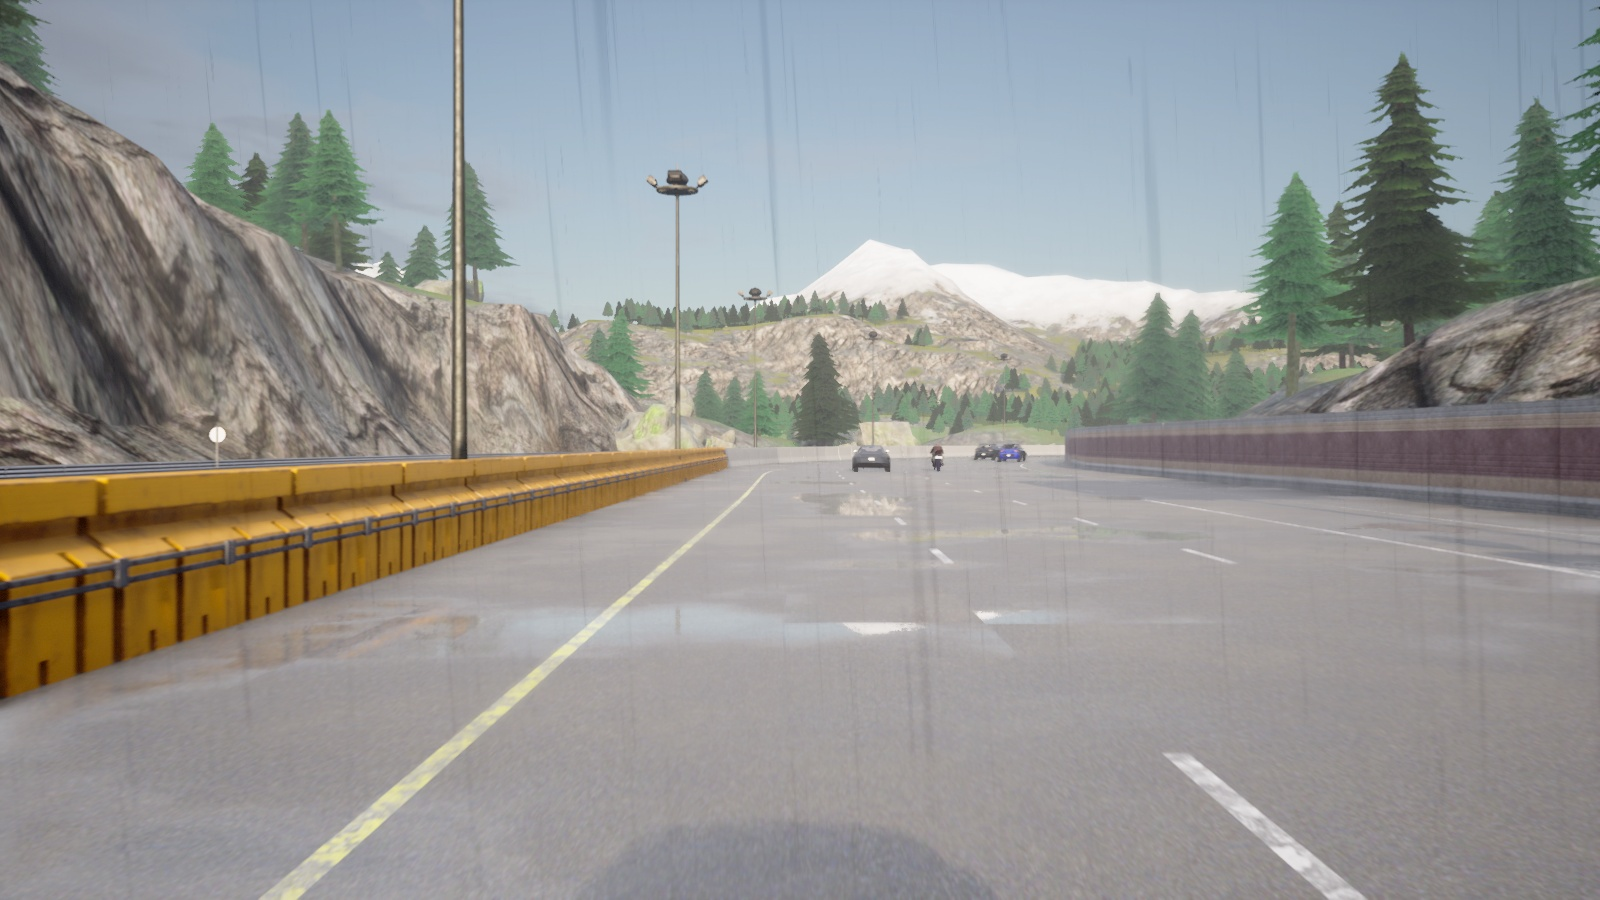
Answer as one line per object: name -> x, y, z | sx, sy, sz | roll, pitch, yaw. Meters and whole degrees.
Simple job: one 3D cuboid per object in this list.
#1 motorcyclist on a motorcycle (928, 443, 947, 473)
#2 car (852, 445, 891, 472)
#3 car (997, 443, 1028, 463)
motorcyclist on a motorcycle -> 7.235, 0.413, 66.320 | 0.866, 1.530, 2.191 | 1, 0, 3
car -> 3.818, 0.436, 66.898 | 1.994, 1.385, 4.181 | 0, 0, 3
car -> 16.599, 0.222, 97.812 | 1.816, 1.474, 4.193 | 0, 0, 17
